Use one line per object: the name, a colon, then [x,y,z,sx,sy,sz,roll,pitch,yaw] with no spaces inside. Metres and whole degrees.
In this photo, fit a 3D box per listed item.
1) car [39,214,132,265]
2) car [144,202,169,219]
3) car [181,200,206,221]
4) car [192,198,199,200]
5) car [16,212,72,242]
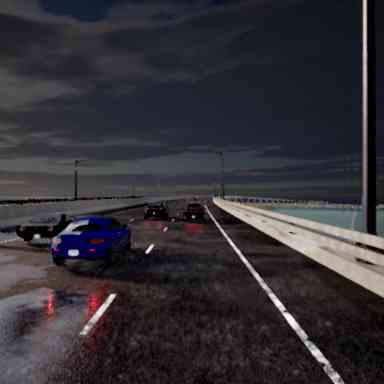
car: [-3.384,1.583,11.823,1.812,1.442,4.674,0,0,0]
car: [-3.225,1.644,30.883,2.128,1.511,4.902,0,0,1]
car: [0.153,1.707,28.533,1.837,1.490,4.892,0,0,1]
car: [0.637,1.805,58.051,1.801,1.575,5.366,0,0,1]
car: [-6.846,1.683,16.949,1.895,1.301,4.718,0,0,0]
